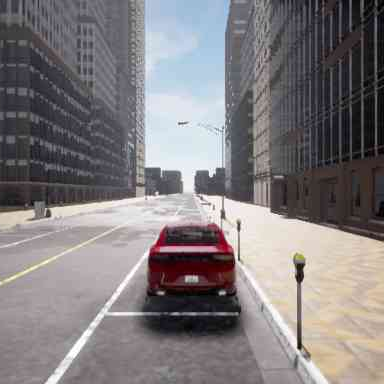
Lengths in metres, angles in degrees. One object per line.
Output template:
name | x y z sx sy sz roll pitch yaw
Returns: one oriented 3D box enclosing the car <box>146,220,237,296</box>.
car | -0.006 1.467 8.649 1.882 1.535 5.008 0 0 0
